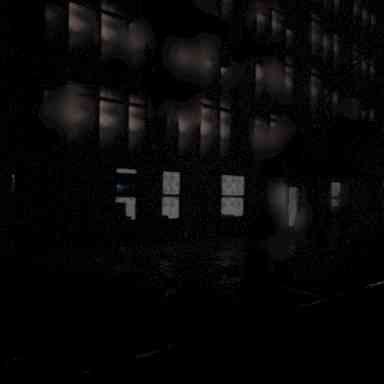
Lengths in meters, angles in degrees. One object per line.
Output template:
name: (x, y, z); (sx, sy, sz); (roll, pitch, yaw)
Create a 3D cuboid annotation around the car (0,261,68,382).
car: (-3.727, 1.557, 3.894); (4.313, 1.339, 1.947); (1, 0, -35)
